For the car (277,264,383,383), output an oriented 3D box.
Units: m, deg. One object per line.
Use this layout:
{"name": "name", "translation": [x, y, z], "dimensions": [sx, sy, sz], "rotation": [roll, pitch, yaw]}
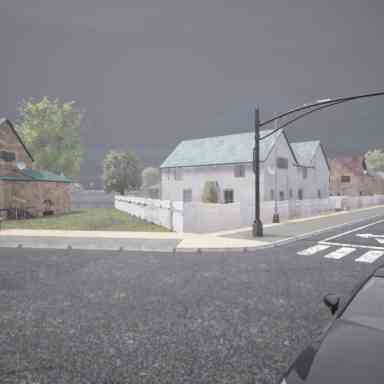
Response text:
{"name": "car", "translation": [2.561, 1.524, 3.463], "dimensions": [1.812, 1.442, 4.674], "rotation": [0, 0, 42]}
